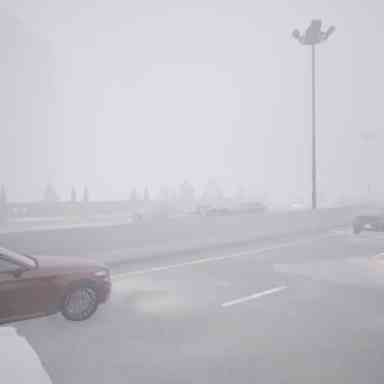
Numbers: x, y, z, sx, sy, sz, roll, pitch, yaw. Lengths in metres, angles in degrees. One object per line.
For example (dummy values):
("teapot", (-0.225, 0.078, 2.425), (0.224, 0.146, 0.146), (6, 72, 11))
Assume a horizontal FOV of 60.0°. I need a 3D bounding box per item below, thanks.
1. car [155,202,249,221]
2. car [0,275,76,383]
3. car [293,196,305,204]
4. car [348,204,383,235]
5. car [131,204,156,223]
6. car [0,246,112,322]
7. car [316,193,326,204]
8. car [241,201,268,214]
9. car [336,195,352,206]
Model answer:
("car", (0.703, 1.500, 18.519), (4.902, 1.511, 2.128), (0, 0, -44))
("car", (-3.172, 1.619, 1.617), (4.718, 1.301, 1.895), (0, 0, -35))
("car", (19.565, 1.430, 60.688), (2.128, 1.511, 4.902), (0, 0, 19))
("car", (10.091, 1.486, 17.723), (1.812, 1.442, 4.674), (0, 0, 44))
("car", (-2.524, 1.592, 25.121), (4.181, 1.385, 1.994), (0, 0, -45))
("car", (-3.714, 1.549, 5.580), (4.674, 1.442, 1.812), (0, 0, -36))
("car", (24.032, 1.138, 63.123), (2.150, 2.045, 5.566), (0, 0, 15))
("car", (4.590, 1.498, 27.528), (1.837, 1.490, 4.892), (0, 0, 40))
("car", (24.583, 1.258, 53.898), (2.097, 1.767, 4.553), (0, 0, 21))
